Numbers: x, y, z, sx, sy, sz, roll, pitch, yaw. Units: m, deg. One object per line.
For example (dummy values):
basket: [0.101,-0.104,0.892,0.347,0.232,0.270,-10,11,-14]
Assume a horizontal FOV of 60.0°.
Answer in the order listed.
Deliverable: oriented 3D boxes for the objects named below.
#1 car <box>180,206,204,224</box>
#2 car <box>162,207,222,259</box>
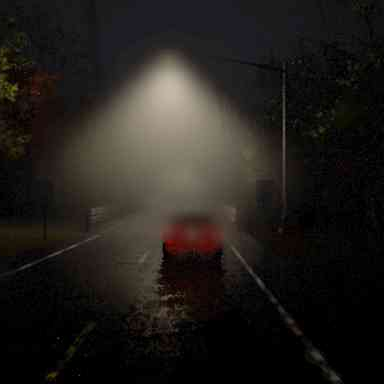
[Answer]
car: [0.027,1.890,28.244,1.895,1.301,4.718,0,-1,0]
car: [0.028,1.489,13.414,2.097,1.767,4.553,0,-1,1]
